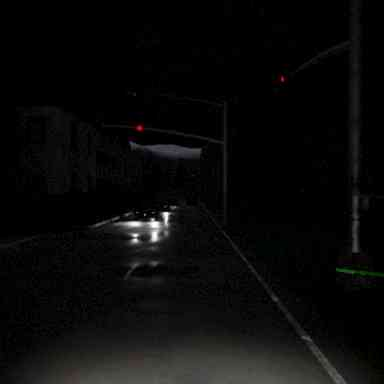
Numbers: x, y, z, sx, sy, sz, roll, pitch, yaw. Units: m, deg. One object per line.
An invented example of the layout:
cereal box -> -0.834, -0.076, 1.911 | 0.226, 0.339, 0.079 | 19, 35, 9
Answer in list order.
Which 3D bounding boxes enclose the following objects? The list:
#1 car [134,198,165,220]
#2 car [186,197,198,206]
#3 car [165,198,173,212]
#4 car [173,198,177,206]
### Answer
car -> -3.565, 1.499, 27.668 | 1.837, 1.490, 4.892 | 0, 0, 0
car -> 0.051, 1.480, 53.617 | 2.128, 1.511, 4.902 | 0, 0, 0
car -> -3.551, 1.495, 38.231 | 1.837, 1.490, 4.892 | 0, 0, 0
car -> -3.449, 1.603, 53.814 | 2.033, 1.411, 5.357 | 0, 0, 0
